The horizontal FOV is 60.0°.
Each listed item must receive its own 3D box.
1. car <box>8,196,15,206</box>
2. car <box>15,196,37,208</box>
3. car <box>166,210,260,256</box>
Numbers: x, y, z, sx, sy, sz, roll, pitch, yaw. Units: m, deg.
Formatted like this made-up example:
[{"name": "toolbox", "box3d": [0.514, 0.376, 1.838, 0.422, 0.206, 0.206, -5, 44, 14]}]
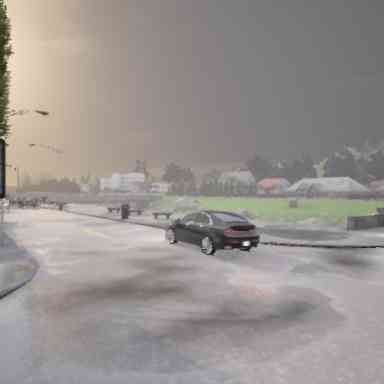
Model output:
[{"name": "car", "box3d": [-29.332, 1.470, 55.383, 2.128, 1.511, 4.902, 0, 0, -36]}, {"name": "car", "box3d": [-23.350, 1.503, 47.009, 1.812, 1.442, 4.674, 0, 0, -35]}, {"name": "car", "box3d": [0.619, 1.480, 13.284, 1.837, 1.490, 4.892, 1, -1, -30]}]
